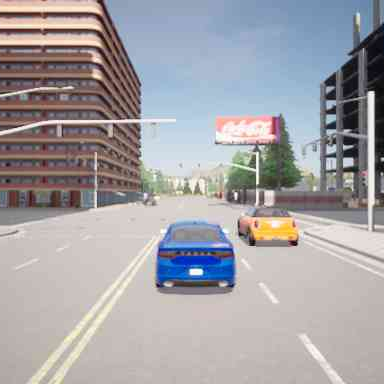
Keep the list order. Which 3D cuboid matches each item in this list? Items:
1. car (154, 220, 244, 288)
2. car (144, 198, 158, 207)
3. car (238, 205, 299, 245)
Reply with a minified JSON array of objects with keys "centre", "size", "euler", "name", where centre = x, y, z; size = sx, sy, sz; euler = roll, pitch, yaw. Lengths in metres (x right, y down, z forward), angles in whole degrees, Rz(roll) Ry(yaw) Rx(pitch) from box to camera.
[{"centre":[0.076,1.517,9.427],"size":[1.882,1.535,5.008],"euler":[0,0,0],"name":"car"},{"centre":[-7.230,1.765,58.129],"size":[1.812,1.442,4.674],"euler":[0,0,0],"name":"car"},{"centre":[3.466,1.417,15.968],"size":[2.097,1.767,4.553],"euler":[0,0,0],"name":"car"}]
